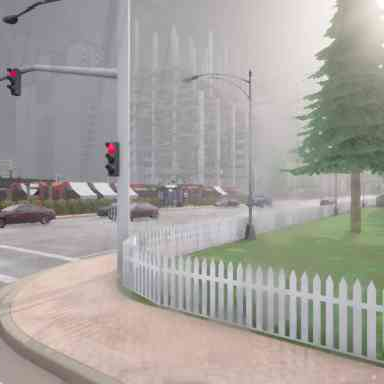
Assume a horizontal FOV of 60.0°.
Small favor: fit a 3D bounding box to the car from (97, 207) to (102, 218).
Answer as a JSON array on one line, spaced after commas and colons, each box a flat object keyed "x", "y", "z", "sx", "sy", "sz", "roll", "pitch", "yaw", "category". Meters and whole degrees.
[{"x": -6.251, "y": 1.478, "z": 29.970, "sx": 1.882, "sy": 1.535, "sz": 5.008, "roll": 0, "pitch": 1, "yaw": 34, "category": "car"}]

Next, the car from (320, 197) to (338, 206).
[{"x": 21.035, "y": 1.526, "z": 51.303, "sx": 1.812, "sy": 1.442, "sz": 4.674, "roll": 0, "pitch": 0, "yaw": 34, "category": "car"}]

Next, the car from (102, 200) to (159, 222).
[{"x": -4.491, "y": 1.526, "z": 26.285, "sx": 1.812, "sy": 1.442, "sz": 4.674, "roll": 0, "pitch": 0, "yaw": 34, "category": "car"}]

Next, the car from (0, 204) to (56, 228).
[{"x": -11.475, "y": 1.526, "z": 22.225, "sx": 1.812, "sy": 1.442, "sz": 4.674, "roll": 0, "pitch": 0, "yaw": 36, "category": "car"}]

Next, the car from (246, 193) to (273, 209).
[{"x": 9.612, "y": 1.223, "z": 47.114, "sx": 2.150, "sy": 2.045, "sz": 5.566, "roll": 0, "pitch": 0, "yaw": 34, "category": "car"}]

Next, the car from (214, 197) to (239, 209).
[{"x": 4.864, "y": 1.493, "z": 46.386, "sx": 2.128, "sy": 1.511, "sz": 4.902, "roll": 0, "pitch": 0, "yaw": 34, "category": "car"}]
